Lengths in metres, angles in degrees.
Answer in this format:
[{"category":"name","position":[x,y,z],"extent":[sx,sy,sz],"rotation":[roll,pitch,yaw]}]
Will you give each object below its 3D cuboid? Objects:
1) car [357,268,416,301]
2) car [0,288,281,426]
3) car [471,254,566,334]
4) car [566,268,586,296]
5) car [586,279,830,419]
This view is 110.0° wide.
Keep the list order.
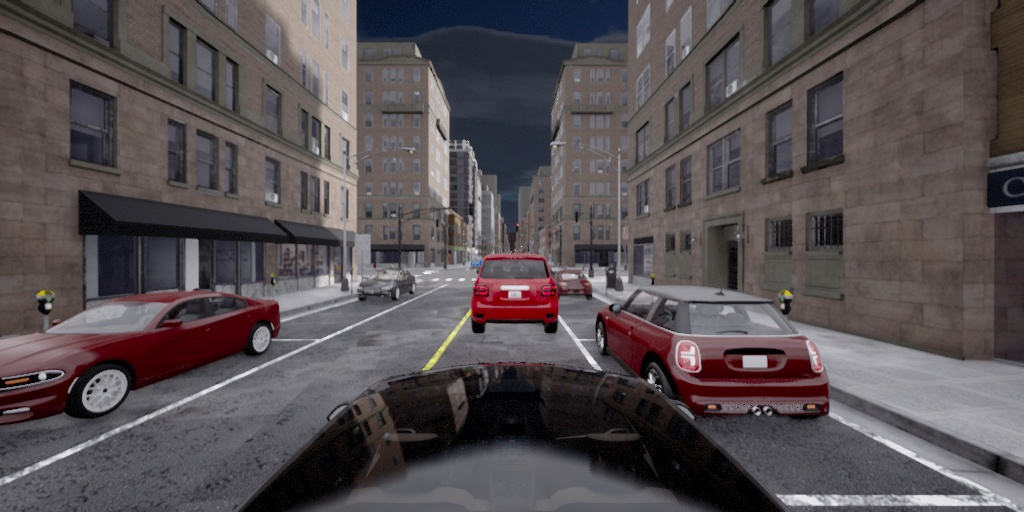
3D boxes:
[{"category":"car","position":[-5.829,1.277,17.082],"extent":[2.007,1.370,4.403],"rotation":[0,0,0]},{"category":"car","position":[-5.850,1.288,5.890],"extent":[1.888,1.381,4.507],"rotation":[0,0,0]},{"category":"car","position":[0.074,0.958,10.749],"extent":[2.150,2.045,5.566],"rotation":[0,0,0]},{"category":"car","position":[2.697,1.309,17.072],"extent":[1.802,1.307,4.207],"rotation":[0,0,0]},{"category":"car","position":[2.676,1.183,5.883],"extent":[1.967,1.591,4.097],"rotation":[0,0,0]}]
